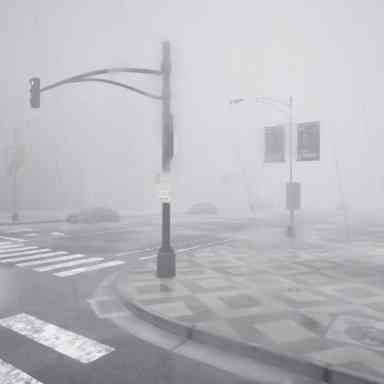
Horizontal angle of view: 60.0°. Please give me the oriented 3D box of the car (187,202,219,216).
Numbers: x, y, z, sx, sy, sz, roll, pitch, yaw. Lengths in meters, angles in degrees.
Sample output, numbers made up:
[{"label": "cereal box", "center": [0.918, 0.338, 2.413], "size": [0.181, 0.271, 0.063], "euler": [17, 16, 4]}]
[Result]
[{"label": "car", "center": [1.298, 1.994, 38.457], "size": [1.837, 1.490, 4.892], "euler": [0, -1, 35]}]

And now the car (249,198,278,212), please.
[{"label": "car", "center": [11.013, 1.952, 52.039], "size": [2.150, 2.045, 5.566], "euler": [0, -1, 35]}]

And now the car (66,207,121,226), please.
[{"label": "car", "center": [-7.591, 1.829, 25.904], "size": [1.994, 1.385, 4.181], "euler": [0, -1, 35]}]

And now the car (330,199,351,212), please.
[{"label": "car", "center": [24.538, 2.383, 54.115], "size": [2.128, 1.511, 4.902], "euler": [0, -1, 36]}]
